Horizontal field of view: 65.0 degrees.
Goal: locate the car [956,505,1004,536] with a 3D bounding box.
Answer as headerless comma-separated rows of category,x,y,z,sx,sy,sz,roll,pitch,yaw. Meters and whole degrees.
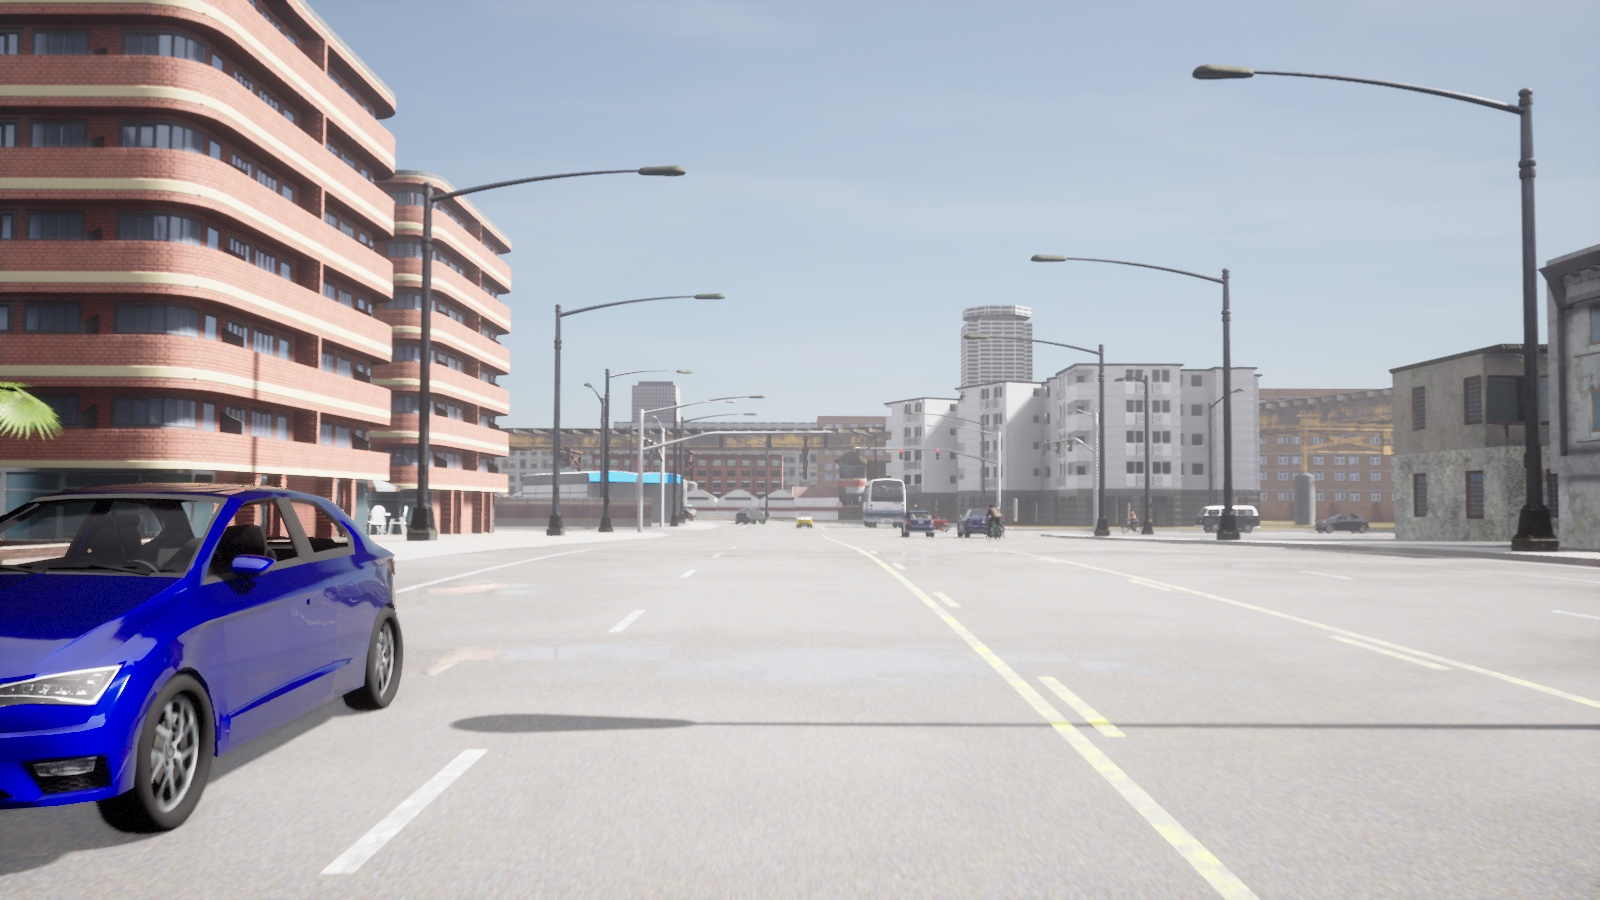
car,10.336,4.060,72.417,2.097,1.767,4.553,0,-3,0

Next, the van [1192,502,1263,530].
van,31.766,4.884,93.421,4.480,2.038,2.069,0,-3,-1

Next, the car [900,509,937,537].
car,6.835,4.210,72.752,1.789,1.549,3.705,0,-3,0

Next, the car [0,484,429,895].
car,-3.516,0.947,6.752,1.816,1.474,4.193,0,-1,0
